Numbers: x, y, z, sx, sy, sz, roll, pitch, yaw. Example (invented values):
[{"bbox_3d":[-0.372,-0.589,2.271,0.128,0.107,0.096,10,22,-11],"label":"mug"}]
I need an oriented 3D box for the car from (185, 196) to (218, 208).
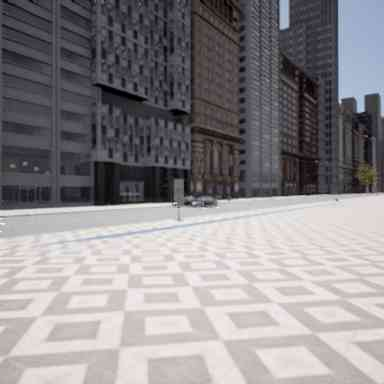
[{"bbox_3d":[1.698,1.359,45.411,2.128,1.511,4.902,0,0,36],"label":"car"}]

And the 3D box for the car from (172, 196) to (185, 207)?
[{"bbox_3d":[-0.926,1.368,47.329,2.128,1.511,4.902,0,0,36],"label":"car"}]
